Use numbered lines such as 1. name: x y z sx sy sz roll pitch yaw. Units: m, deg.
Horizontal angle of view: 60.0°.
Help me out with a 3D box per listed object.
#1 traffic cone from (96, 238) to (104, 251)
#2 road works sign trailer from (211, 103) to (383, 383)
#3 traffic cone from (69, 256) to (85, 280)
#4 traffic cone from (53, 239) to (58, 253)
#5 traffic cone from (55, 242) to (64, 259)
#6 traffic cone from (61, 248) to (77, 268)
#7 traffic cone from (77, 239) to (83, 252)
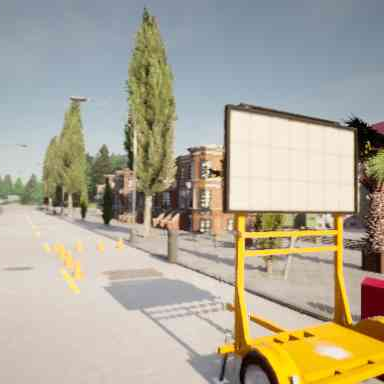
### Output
1. traffic cone: -4.475 2.557 16.327 0.340 0.580 0.340 2 -3 -28
2. road works sign trailer: 1.328 0.695 4.744 2.380 3.560 2.880 2 -3 -28
3. traffic cone: -3.457 2.320 10.090 0.340 0.580 0.340 2 -3 -28
4. traffic cone: -6.246 2.487 15.400 0.340 0.580 0.340 2 -3 -28
5. traffic cone: -5.316 2.431 13.630 0.340 0.580 0.340 2 -3 -28
6. traffic cone: -4.386 2.376 11.860 0.340 0.580 0.340 2 -3 -28
7. traffic cone: -5.360 2.522 15.863 0.340 0.580 0.340 2 -3 -28
